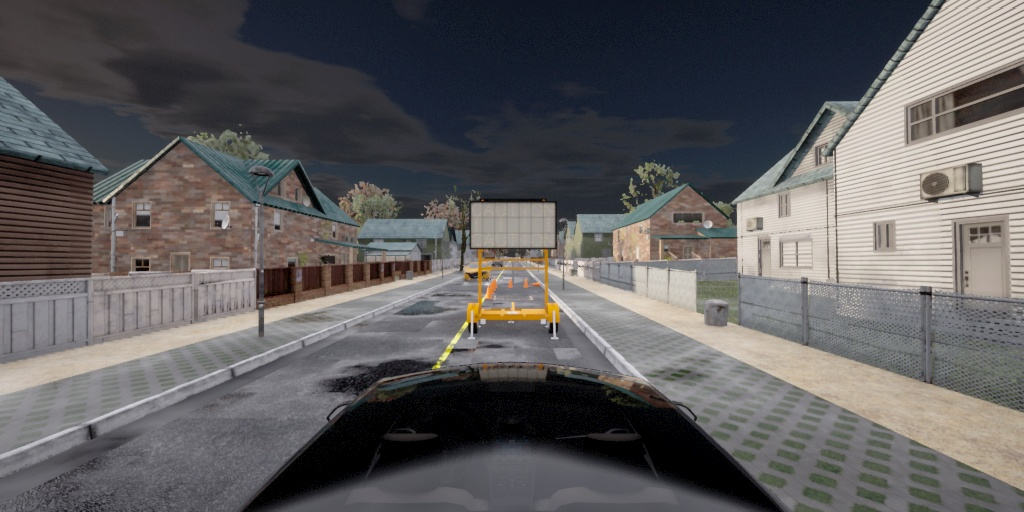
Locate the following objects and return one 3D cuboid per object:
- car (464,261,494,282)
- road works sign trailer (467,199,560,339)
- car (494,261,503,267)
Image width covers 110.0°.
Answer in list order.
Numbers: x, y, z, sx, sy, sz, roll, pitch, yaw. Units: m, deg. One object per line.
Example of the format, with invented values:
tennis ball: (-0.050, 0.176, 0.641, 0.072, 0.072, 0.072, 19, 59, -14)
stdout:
car: (-2.754, 1.233, 29.292, 1.882, 1.535, 5.008, 0, 0, 0)
road works sign trailer: (0.032, 0.217, 10.018, 2.380, 3.560, 2.880, 0, 0, 0)
car: (-2.540, 1.274, 63.176, 1.812, 1.442, 4.674, 0, 0, 0)
